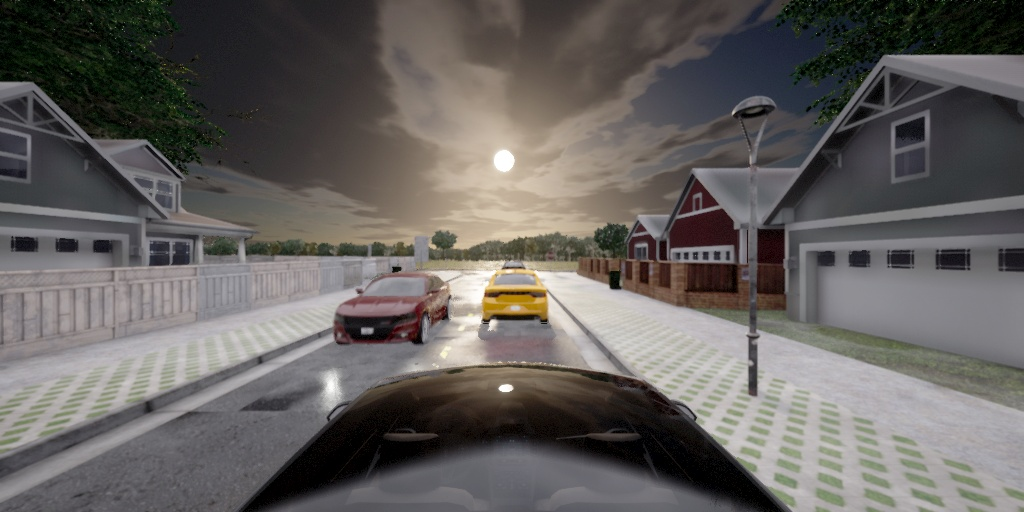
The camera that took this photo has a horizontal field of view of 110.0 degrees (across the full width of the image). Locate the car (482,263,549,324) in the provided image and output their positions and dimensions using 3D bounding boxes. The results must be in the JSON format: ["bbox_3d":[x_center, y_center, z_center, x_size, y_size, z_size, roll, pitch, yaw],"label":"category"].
[{"bbox_3d":[0.100,1.177,11.816,1.882,1.535,5.008,0,1,0],"label":"car"}]

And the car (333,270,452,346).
[{"bbox_3d":[-2.834,1.188,9.530,1.882,1.535,5.008,0,0,0],"label":"car"}]

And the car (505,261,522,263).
[{"bbox_3d":[0.134,1.103,28.313,1.882,1.535,5.008,0,0,0],"label":"car"}]
